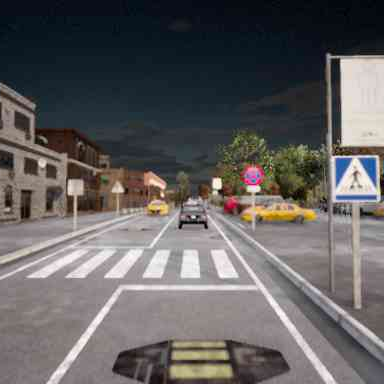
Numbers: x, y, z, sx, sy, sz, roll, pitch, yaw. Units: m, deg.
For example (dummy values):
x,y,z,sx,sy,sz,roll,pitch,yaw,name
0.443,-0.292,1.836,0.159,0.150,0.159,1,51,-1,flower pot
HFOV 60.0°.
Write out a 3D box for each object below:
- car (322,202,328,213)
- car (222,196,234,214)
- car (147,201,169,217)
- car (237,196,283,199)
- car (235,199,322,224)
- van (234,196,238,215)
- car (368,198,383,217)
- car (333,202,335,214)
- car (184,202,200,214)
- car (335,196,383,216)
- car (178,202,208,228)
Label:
x,y,z,sx,sy,sz,roll,pitch,yaw,name
18.355,1.543,39.993,5.566,2.045,2.435,0,-1,-1,car
6.194,1.441,36.054,5.566,2.045,2.435,0,-1,-1,car
-3.412,1.661,33.831,1.882,1.535,5.008,0,-1,0,car
6.279,1.395,26.824,4.553,1.767,2.185,0,-1,0,car
6.087,1.481,23.903,5.366,1.575,1.946,0,-1,0,car
6.339,1.345,29.863,4.442,1.987,1.878,0,-1,0,van
18.686,1.551,28.813,5.366,1.575,1.946,0,-1,0,car
18.412,1.728,37.318,4.892,1.521,2.231,0,-1,-1,car
0.003,1.928,41.455,1.812,1.442,4.674,0,-2,0,car
18.425,1.409,34.532,5.566,2.045,2.435,0,-1,-1,car
0.068,1.531,21.870,2.033,1.411,5.357,0,-1,0,car
